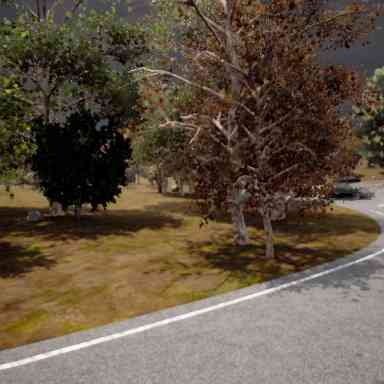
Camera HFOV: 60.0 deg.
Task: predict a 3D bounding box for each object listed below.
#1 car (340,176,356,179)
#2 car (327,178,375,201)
[{"bbox_3d":[29.462,-2.266,63.902,5.357,1.411,2.033,-4,3,-10],"label":"car"},{"bbox_3d":[15.799,-0.109,33.441,2.097,1.767,4.553,-5,3,-34],"label":"car"}]
